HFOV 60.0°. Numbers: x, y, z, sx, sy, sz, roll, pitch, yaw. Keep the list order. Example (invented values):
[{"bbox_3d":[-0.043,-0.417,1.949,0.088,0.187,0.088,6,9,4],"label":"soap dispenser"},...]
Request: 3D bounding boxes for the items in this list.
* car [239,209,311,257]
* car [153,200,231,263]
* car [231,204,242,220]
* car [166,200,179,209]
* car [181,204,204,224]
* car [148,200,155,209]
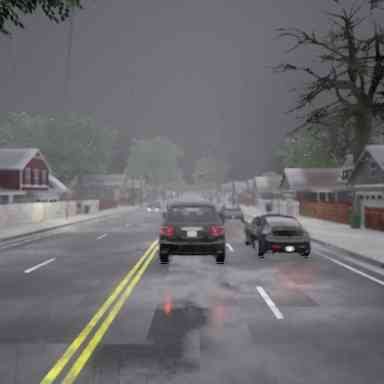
[{"bbox_3d":[3.277,1.641,13.496,1.837,1.490,4.892,0,0,0],"label":"car"},{"bbox_3d":[0.017,1.350,12.590,2.150,2.045,5.566,0,0,0],"label":"car"},{"bbox_3d":[3.287,1.776,28.505,2.128,1.511,4.902,0,0,0],"label":"car"},{"bbox_3d":[-3.232,2.123,56.563,1.994,1.385,4.181,0,-1,1],"label":"car"},{"bbox_3d":[0.041,1.813,28.905,1.812,1.442,4.674,0,0,1],"label":"car"},{"bbox_3d":[-6.473,2.115,57.518,2.033,1.411,5.357,0,-1,0],"label":"car"}]
